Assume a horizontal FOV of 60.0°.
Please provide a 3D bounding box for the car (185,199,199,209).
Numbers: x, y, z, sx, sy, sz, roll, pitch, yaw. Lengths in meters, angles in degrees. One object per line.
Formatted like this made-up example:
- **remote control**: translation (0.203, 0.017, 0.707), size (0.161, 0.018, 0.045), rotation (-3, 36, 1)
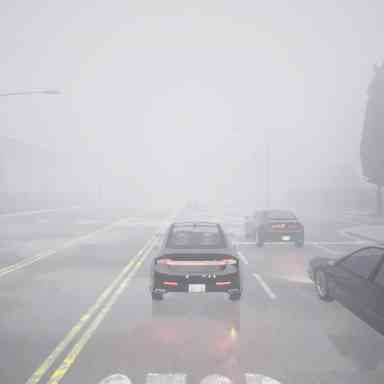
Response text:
- **car**: translation (0.001, 1.601, 44.150), size (1.895, 1.301, 4.718), rotation (0, 0, 0)

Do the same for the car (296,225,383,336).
- **car**: translation (3.588, 1.547, 5.288), size (2.033, 1.411, 5.357), rotation (0, 0, 0)

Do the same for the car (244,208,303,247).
- **car**: translation (3.565, 1.505, 15.035), size (1.837, 1.490, 4.892), rotation (0, 0, 0)

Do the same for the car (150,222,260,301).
- **car**: translation (0.081, 1.492, 8.334), size (2.128, 1.511, 4.902), rotation (0, 0, 0)
